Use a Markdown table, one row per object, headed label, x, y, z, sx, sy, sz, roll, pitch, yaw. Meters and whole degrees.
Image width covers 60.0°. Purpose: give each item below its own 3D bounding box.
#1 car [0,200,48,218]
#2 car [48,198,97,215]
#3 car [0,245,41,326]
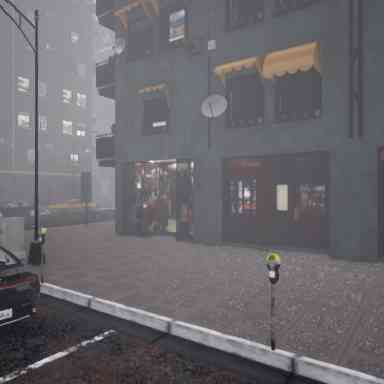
| label | x | y | z | sx | sy | sz | roll | pitch | yaw |
| --- | --- | --- | --- | --- | --- | --- | --- | --- | --- |
| car | -14.103 | 1.350 | 26.086 | 2.008 | 1.369 | 4.403 | 1 | 1 | 35 |
| car | -11.019 | 1.250 | 30.514 | 1.752 | 1.417 | 4.829 | 1 | 1 | 35 |
| car | -4.519 | 1.552 | 6.086 | 4.403 | 1.369 | 2.008 | 0 | 0 | 35 |
